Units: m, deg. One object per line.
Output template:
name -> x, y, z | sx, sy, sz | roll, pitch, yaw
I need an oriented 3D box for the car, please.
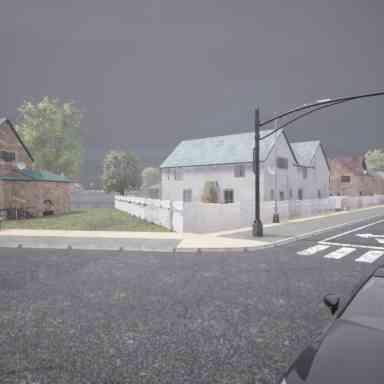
car -> 2.561, 1.524, 3.463 | 1.812, 1.442, 4.674 | 0, 0, 42
